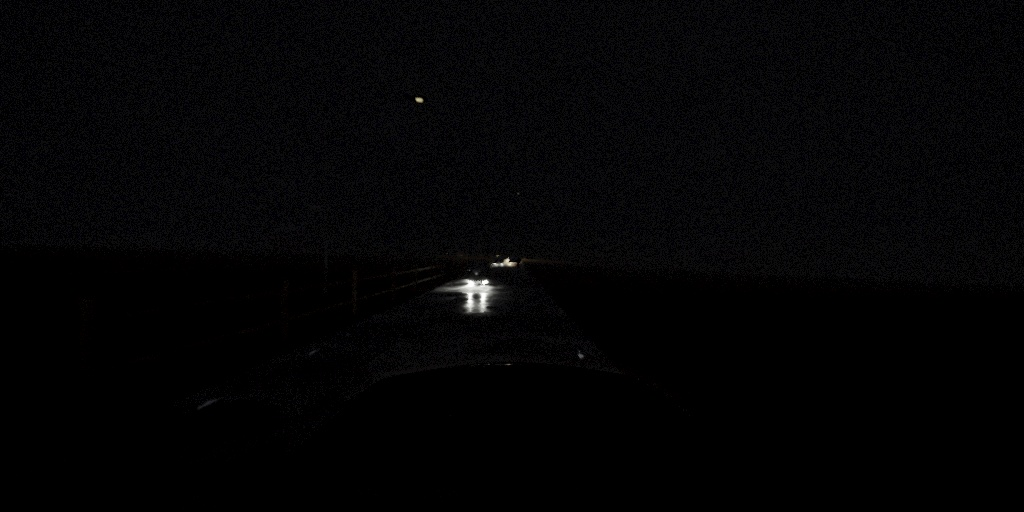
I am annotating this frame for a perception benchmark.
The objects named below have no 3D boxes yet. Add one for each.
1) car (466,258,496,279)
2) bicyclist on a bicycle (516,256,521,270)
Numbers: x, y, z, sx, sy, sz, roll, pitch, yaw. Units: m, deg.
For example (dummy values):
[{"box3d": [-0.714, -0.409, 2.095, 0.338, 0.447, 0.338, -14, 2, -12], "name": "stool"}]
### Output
[{"box3d": [-2.801, 1.116, 30.832, 2.128, 1.511, 4.902, 0, 0, 0], "name": "car"}, {"box3d": [0.842, 0.878, 43.723, 0.659, 1.776, 1.843, 0, 1, 0], "name": "bicyclist on a bicycle"}]
